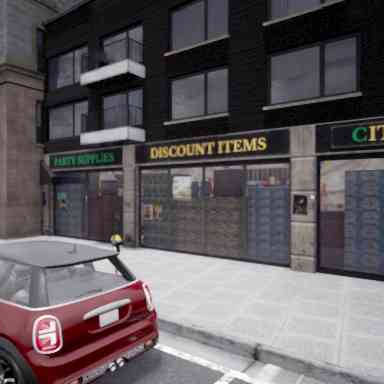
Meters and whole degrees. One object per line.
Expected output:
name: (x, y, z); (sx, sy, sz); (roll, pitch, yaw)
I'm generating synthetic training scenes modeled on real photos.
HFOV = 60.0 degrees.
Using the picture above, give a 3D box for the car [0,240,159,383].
car: (-2.509, 1.438, 4.872); (4.097, 1.590, 1.967); (0, 0, 36)
